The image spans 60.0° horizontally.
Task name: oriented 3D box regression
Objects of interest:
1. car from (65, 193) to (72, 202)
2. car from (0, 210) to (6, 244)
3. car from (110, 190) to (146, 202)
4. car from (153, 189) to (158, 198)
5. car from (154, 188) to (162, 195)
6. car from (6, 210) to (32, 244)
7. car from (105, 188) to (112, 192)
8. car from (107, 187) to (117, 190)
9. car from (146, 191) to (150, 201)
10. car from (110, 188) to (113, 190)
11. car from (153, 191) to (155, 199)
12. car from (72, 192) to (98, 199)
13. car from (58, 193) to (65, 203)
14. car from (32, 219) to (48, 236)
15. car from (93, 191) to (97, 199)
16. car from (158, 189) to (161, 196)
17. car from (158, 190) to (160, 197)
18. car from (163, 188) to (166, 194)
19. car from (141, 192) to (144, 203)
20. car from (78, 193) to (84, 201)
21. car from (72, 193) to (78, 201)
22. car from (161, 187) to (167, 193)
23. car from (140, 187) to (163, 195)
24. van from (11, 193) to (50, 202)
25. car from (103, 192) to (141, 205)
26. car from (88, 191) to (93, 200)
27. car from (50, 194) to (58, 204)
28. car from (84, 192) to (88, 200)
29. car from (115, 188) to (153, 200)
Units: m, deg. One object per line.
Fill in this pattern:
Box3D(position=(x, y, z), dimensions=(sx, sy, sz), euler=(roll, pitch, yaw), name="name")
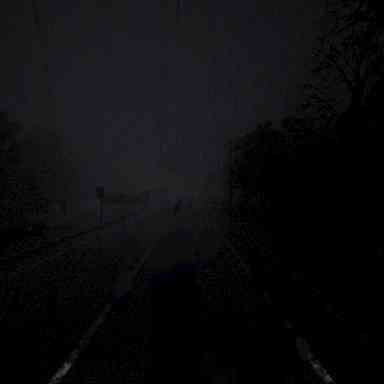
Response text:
Box3D(position=(-23.246, 1.074, 55.484), dimensions=(4.792, 1.488, 2.163), euler=(0, 0, 0), name="car")
Box3D(position=(-10.135, 1.340, 11.753), dimensions=(5.566, 2.045, 2.435), euler=(0, 0, 0), name="car")
Box3D(position=(-10.186, 0.931, 52.687), dimensions=(4.553, 1.767, 2.185), euler=(0, 0, 0), name="car")
Box3D(position=(-10.023, 0.731, 69.406), dimensions=(4.553, 1.767, 2.185), euler=(0, 1, 0), name="car")
Box3D(position=(-10.035, 0.503, 77.765), dimensions=(4.553, 1.767, 2.185), euler=(0, 2, 0), name="car")
Box3D(position=(-10.098, 1.611, 14.526), dimensions=(5.008, 1.535, 2.097), euler=(0, 0, 0), name="car")
Box3D(position=(-22.883, 0.533, 80.453), dimensions=(5.366, 1.575, 1.946), euler=(0, 2, 0), name="car")
Box3D(position=(-23.063, 0.073, 86.019), dimensions=(5.566, 2.045, 2.435), euler=(0, 2, 0), name="car")
Box3D(position=(-10.132, 1.049, 55.467), dimensions=(5.008, 1.535, 2.097), euler=(0, 0, 0), name="car")
Box3D(position=(-23.057, 0.434, 83.242), dimensions=(5.008, 1.535, 2.097), euler=(0, 2, 0), name="car")
Box3D(position=(-10.058, 0.996, 63.829), dimensions=(4.792, 1.488, 2.163), euler=(0, 1, 0), name="car")
Box3D(position=(-23.111, 0.787, 72.223), dimensions=(4.892, 1.521, 2.231), euler=(0, 1, 0), name="car")
Box3D(position=(-23.238, 1.093, 52.572), dimensions=(4.674, 1.452, 2.002), euler=(0, 0, 0), name="car")
Box3D(position=(-10.049, 1.660, 17.302), dimensions=(4.792, 1.488, 2.163), euler=(0, 0, 0), name="car")
Box3D(position=(-23.129, 0.856, 69.306), dimensions=(5.008, 1.535, 2.097), euler=(0, 1, 0), name="car")
Box3D(position=(-10.050, 0.742, 74.984), dimensions=(4.792, 1.488, 2.163), euler=(0, 2, 0), name="car")
Box3D(position=(-10.008, 0.818, 72.197), dimensions=(4.792, 1.488, 2.163), euler=(0, 2, 0), name="car")
Box3D(position=(-9.948, 0.322, 86.121), dimensions=(5.008, 1.535, 2.097), euler=(0, 2, 0), name="car")
Box3D(position=(-10.200, 1.088, 49.902), dimensions=(4.792, 1.488, 2.163), euler=(0, 0, 0), name="car")
Box3D(position=(-23.370, 0.997, 61.072), dimensions=(5.366, 1.575, 1.946), euler=(0, 0, 0), name="car")
Box3D(position=(-23.387, 1.024, 58.277), dimensions=(5.366, 1.575, 1.946), euler=(0, 0, 0), name="car")
Box3D(position=(-9.932, 0.203, 88.907), dimensions=(5.008, 1.535, 2.097), euler=(0, 3, 0), name="car")
Box3D(position=(-10.018, 0.409, 80.544), dimensions=(4.553, 1.767, 2.185), euler=(0, 2, 0), name="car")
Box3D(position=(-23.141, 0.831, 47.112), dimensions=(4.442, 1.987, 1.878), euler=(1, 0, 0), name="van")
Box3D(position=(-10.159, 1.089, 47.117), dimensions=(4.792, 1.488, 2.163), euler=(0, 0, 0), name="car")
Box3D(position=(-23.146, 0.914, 66.517), dimensions=(5.008, 1.535, 2.097), euler=(0, 1, 0), name="car")
Box3D(position=(-23.255, 1.094, 49.787), dimensions=(4.674, 1.452, 2.002), euler=(0, 0, 0), name="car")
Box3D(position=(-23.139, 0.994, 63.727), dimensions=(4.792, 1.488, 2.163), euler=(0, 1, 0), name="car")
Box3D(position=(-10.149, 0.780, 58.259), dimensions=(5.566, 2.045, 2.435), euler=(0, 0, 0), name="car")
